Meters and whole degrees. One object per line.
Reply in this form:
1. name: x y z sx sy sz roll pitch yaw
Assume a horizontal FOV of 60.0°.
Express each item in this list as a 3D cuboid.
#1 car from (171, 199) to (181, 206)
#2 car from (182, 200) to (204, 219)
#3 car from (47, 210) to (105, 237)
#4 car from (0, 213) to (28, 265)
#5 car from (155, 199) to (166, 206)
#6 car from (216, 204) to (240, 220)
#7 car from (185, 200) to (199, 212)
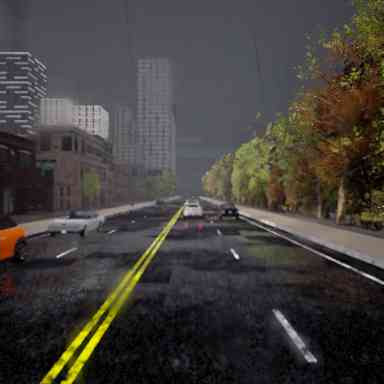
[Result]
1. car: -3.245 2.107 68.917 2.033 1.411 5.357 0 0 0
2. car: 0.094 1.799 32.603 1.812 1.442 4.674 0 0 0
3. car: -6.592 1.764 19.335 1.895 1.301 4.718 0 0 0
4. car: -6.598 1.432 9.352 2.097 1.767 4.553 0 0 0
5. car: -6.495 2.162 68.887 1.895 1.301 4.718 0 0 0
6. car: 3.350 1.812 31.614 2.033 1.411 5.357 0 0 0
7. car: 0.059 1.863 46.449 1.882 1.535 5.008 0 0 0
